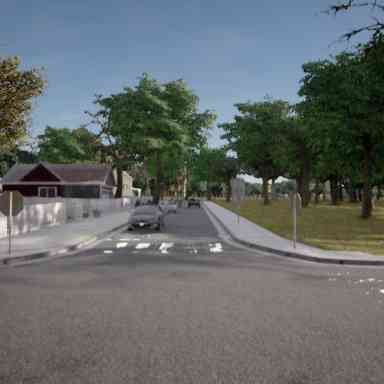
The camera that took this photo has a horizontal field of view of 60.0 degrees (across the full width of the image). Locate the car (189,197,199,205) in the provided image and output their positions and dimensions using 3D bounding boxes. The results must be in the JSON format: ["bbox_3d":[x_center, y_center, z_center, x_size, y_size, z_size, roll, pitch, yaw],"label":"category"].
[{"bbox_3d":[0.383,1.699,61.757,1.812,1.442,4.674,0,0,0],"label":"car"}]

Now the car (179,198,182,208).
[{"bbox_3d":[-2.511,1.609,49.104,2.128,1.511,4.902,0,0,1],"label":"car"}]

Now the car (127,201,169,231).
[{"bbox_3d":[-2.724,1.521,20.569,1.837,1.490,4.892,0,0,0],"label":"car"}]

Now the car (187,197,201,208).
[{"bbox_3d":[0.315,1.632,51.335,1.837,1.490,4.892,0,0,0],"label":"car"}]

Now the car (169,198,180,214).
[{"bbox_3d":[-2.620,1.666,36.462,1.895,1.301,4.718,0,0,0],"label":"car"}]
